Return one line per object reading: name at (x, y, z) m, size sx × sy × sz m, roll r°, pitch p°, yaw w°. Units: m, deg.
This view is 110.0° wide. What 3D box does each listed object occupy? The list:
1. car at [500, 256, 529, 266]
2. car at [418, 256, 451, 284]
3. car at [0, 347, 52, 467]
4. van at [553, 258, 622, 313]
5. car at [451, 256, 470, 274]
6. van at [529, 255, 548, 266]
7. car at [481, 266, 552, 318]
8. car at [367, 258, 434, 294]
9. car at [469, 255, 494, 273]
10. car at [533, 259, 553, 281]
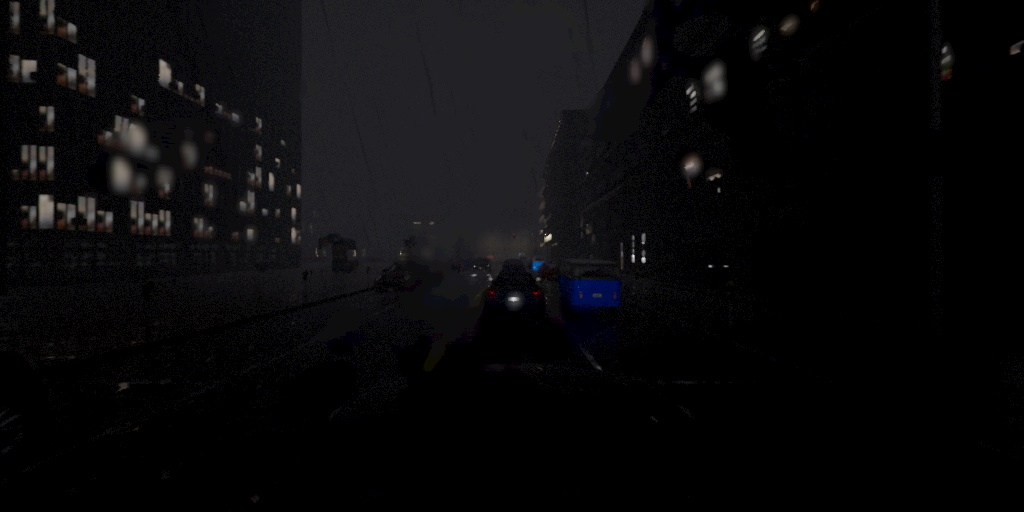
car at (0.097, 0.980, 28.538) m, size 1.882 × 1.535 × 5.008 m, roll 0°, pitch 1°, yaw 0°
car at (-5.652, 0.982, 24.408) m, size 1.967 × 1.591 × 4.097 m, roll 0°, pitch 0°, yaw 0°
car at (-5.692, 1.189, 1.824) m, size 1.967 × 1.591 × 4.097 m, roll 0°, pitch 0°, yaw 0°
van at (2.694, 0.988, 13.145) m, size 1.690 × 1.789 × 3.998 m, roll 0°, pitch 0°, yaw 0°
car at (-5.649, 0.978, 35.698) m, size 1.888 × 1.381 × 4.507 m, roll 0°, pitch 0°, yaw 0°
van at (2.699, 0.773, 35.730) m, size 1.690 × 1.789 × 3.998 m, roll 0°, pitch 0°, yaw 0°
car at (0.090, 1.217, 12.477) m, size 1.994 × 1.385 × 4.181 m, roll 0°, pitch 1°, yaw 0°
car at (-5.659, 1.035, 18.761) m, size 1.967 × 1.591 × 4.097 m, roll 0°, pitch 0°, yaw 0°
car at (-3.088, 0.919, 37.511) m, size 1.837 × 1.490 × 4.892 m, roll 0°, pitch 1°, yaw 0°
car at (2.697, 1.086, 24.439) m, size 1.888 × 1.381 × 4.507 m, roll 0°, pitch 0°, yaw 0°
